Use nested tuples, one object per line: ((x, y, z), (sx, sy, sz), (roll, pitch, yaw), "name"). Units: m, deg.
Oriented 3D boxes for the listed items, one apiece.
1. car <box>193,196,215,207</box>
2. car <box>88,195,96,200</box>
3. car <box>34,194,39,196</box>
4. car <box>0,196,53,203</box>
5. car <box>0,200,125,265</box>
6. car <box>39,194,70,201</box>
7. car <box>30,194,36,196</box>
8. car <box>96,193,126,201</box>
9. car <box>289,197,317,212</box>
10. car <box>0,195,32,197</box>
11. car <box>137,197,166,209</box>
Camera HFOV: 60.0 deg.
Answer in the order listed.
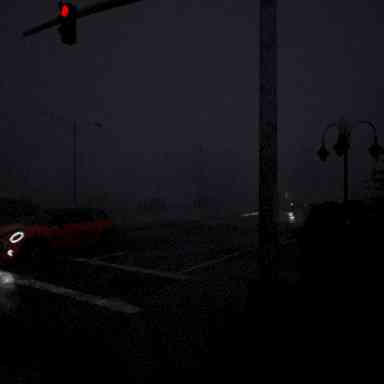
((1.611, 1.363, 46.196), (1.845, 1.501, 3.633), (0, 0, 35), "car")
((-16.188, 1.057, 58.240), (1.905, 1.878, 3.866), (0, 0, 35), "car")
((-32.145, 1.203, 68.943), (1.970, 1.475, 3.806), (0, 0, 35), "car")
((-13.245, 1.329, 24.817), (2.007, 1.523, 4.514), (0, 0, 35), "car")
((-4.836, 1.348, 11.933), (2.097, 1.767, 4.553), (0, 0, 34), "car")
((-26.691, 1.128, 65.545), (2.152, 1.636, 5.027), (0, 0, 35), "car")
((-21.194, 1.302, 39.629), (1.845, 1.501, 3.633), (0, 0, 35), "car")
((-13.567, 1.079, 56.919), (1.932, 1.855, 4.605), (0, 0, 35), "car")
((12.626, 1.347, 37.576), (2.097, 1.767, 4.553), (0, 0, 34), "car")
((-15.851, 1.318, 26.565), (2.152, 1.636, 5.027), (0, 0, 35), "car")
((-5.072, 1.372, 41.805), (1.970, 1.475, 3.806), (0, 0, 35), "car")
